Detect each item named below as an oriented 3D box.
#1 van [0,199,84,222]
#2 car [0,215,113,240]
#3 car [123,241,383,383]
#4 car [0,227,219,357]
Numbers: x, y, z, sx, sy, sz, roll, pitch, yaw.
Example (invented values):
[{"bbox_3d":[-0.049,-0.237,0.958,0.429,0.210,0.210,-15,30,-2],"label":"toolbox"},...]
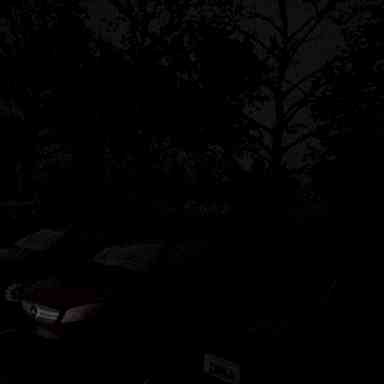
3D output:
[{"bbox_3d":[-5.299,1.213,9.383,1.878,1.987,4.442,0,1,35],"label":"van"},{"bbox_3d":[-3.048,1.493,7.937,2.002,1.452,4.674,0,0,35],"label":"car"},{"bbox_3d":[1.605,1.509,4.650,2.163,1.488,4.792,0,0,36],"label":"car"},{"bbox_3d":[-0.781,1.510,6.320,2.002,1.452,4.674,0,0,35],"label":"car"}]
